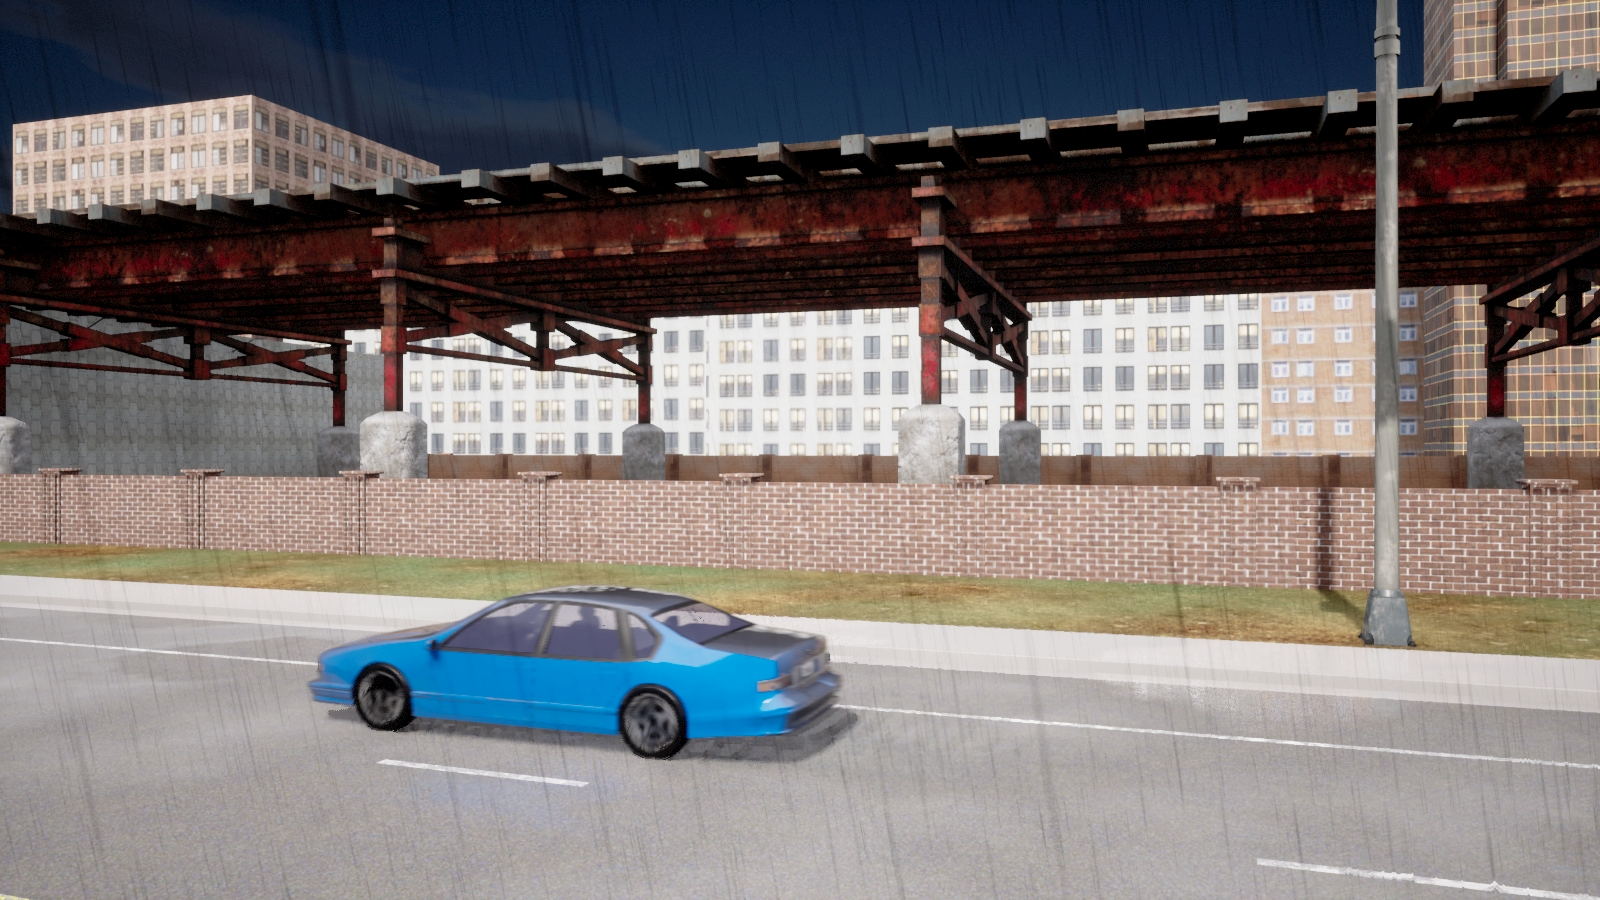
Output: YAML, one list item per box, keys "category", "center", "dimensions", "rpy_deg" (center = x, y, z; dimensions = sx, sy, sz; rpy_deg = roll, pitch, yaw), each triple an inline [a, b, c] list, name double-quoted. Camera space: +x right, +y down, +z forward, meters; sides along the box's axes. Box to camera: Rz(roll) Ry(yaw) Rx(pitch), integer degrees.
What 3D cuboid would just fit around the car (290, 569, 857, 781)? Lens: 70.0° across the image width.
- category: "car"
  center: [-2.283, 2.106, 11.574]
  dimensions: [5.357, 1.411, 2.033]
  rpy_deg: [0, 0, 20]
